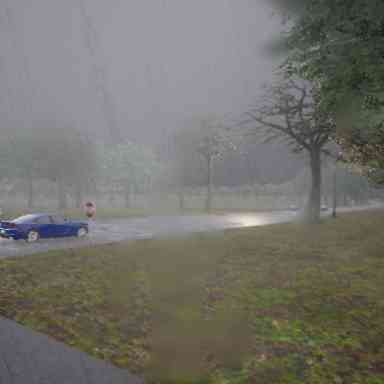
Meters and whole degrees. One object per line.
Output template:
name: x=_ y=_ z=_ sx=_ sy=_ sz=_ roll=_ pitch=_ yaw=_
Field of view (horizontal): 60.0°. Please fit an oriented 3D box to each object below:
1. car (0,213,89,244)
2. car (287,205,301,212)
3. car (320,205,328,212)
car: x=-8.312 y=1.979 z=19.262 sx=1.882 sy=1.535 sz=5.008 roll=2 pitch=-1 yaw=36
car: x=22.929 y=3.639 z=74.878 sx=1.882 sy=1.535 sz=5.008 roll=1 pitch=-1 yaw=36
car: x=32.080 y=4.024 z=81.419 sx=1.812 sy=1.442 sz=4.674 roll=1 pitch=-1 yaw=33
